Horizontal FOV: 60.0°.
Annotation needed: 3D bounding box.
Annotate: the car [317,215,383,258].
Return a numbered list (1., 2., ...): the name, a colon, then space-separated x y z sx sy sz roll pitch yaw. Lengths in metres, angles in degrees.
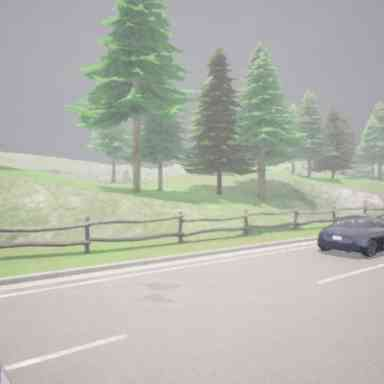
1. car: 6.819 1.616 13.098 4.181 1.385 1.994 0 0 -36

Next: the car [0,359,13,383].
1. car: -3.390 1.617 1.430 4.718 1.301 1.895 0 0 -34
